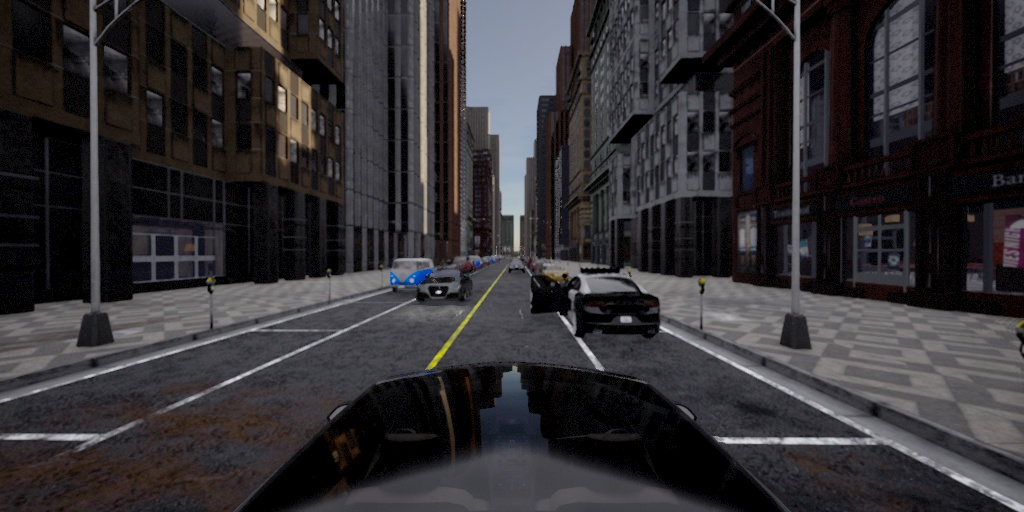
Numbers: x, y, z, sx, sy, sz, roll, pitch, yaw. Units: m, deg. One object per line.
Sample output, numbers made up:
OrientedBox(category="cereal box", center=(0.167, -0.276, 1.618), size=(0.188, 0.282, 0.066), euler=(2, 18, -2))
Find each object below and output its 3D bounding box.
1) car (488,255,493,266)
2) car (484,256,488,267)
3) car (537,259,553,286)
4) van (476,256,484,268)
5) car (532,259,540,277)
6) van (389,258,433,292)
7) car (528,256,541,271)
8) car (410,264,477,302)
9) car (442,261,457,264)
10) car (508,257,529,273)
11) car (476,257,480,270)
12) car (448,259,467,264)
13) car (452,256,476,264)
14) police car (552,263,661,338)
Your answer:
OrientedBox(category="car", center=(-5.023, 0.933, 65.273), size=(1.967, 1.591, 4.097), euler=(0, 0, 1))
OrientedBox(category="car", center=(-5.154, 0.978, 54.000), size=(1.967, 1.591, 4.097), euler=(0, 0, 1))
OrientedBox(category="car", center=(3.045, 1.178, 25.901), size=(1.751, 1.417, 4.829), euler=(0, 0, 1))
OrientedBox(category="van", center=(-5.220, 0.901, 48.364), size=(1.690, 1.789, 3.998), euler=(0, 0, 1))
OrientedBox(category="car", center=(3.108, 1.181, 31.367), size=(2.007, 1.370, 4.403), euler=(0, 0, 1))
OrientedBox(category="van", center=(-5.547, 1.014, 20.182), size=(1.690, 1.789, 3.998), euler=(0, 0, 1))
OrientedBox(category="car", center=(3.239, 1.025, 42.638), size=(1.967, 1.591, 4.097), euler=(0, 0, 1))
OrientedBox(category="car", center=(-2.929, 1.254, 16.366), size=(1.994, 1.385, 4.181), euler=(0, 0, 1))
OrientedBox(category="car", center=(-5.482, 1.217, 25.819), size=(1.948, 1.339, 4.313), euler=(0, 0, 1))
OrientedBox(category="car", center=(0.543, 1.140, 40.794), size=(2.033, 1.411, 5.357), euler=(0, 0, 1))
OrientedBox(category="car", center=(-5.285, 1.128, 42.728), size=(1.888, 1.381, 4.507), euler=(0, 0, 1))
OrientedBox(category="car", center=(-5.416, 1.194, 31.455), size=(1.948, 1.339, 4.313), euler=(0, 0, 1))
OrientedBox(category="car", center=(-5.351, 0.920, 37.091), size=(2.192, 1.841, 5.009), euler=(0, 0, 1))
OrientedBox(category="police car", center=(2.468, 1.141, 10.249), size=(1.930, 1.638, 5.238), euler=(0, 0, 1))
